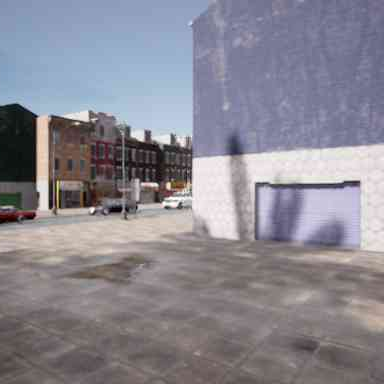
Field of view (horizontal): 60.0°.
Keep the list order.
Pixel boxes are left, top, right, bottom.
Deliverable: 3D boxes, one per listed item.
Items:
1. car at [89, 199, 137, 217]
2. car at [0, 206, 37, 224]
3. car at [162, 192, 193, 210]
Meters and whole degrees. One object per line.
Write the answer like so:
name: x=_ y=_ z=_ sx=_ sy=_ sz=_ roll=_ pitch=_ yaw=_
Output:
car: x=-7.263 y=1.384 z=30.842 sx=2.128 sy=1.511 sz=4.902 roll=0 pitch=1 yaw=36
car: x=-13.234 y=1.631 z=22.481 sx=1.895 sy=1.301 sz=4.718 roll=0 pitch=1 yaw=35
car: x=-1.117 y=0.981 z=39.446 sx=2.150 sy=2.045 sz=5.566 roll=0 pitch=1 yaw=35
